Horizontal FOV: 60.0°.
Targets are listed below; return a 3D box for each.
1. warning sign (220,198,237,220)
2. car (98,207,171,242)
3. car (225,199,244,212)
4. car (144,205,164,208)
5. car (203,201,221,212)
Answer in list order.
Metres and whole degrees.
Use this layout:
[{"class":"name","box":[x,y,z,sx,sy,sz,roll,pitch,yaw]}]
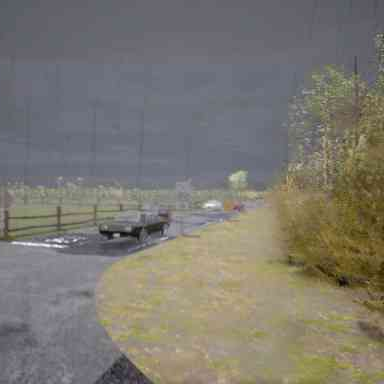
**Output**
[{"class":"warning sign","box":[3.173,1.419,28.868,1.300,1.860,1.060,1,-1,16]},{"class":"car","box":[-2.775,1.706,17.257,1.895,1.301,4.718,1,0,17]},{"class":"car","box":[6.146,1.828,47.471,2.097,1.767,4.553,1,0,17]},{"class":"car","box":[-3.118,1.723,26.277,1.994,1.385,4.181,1,0,16]},{"class":"car","box":[2.896,1.932,46.566,1.812,1.442,4.674,1,-1,17]}]
